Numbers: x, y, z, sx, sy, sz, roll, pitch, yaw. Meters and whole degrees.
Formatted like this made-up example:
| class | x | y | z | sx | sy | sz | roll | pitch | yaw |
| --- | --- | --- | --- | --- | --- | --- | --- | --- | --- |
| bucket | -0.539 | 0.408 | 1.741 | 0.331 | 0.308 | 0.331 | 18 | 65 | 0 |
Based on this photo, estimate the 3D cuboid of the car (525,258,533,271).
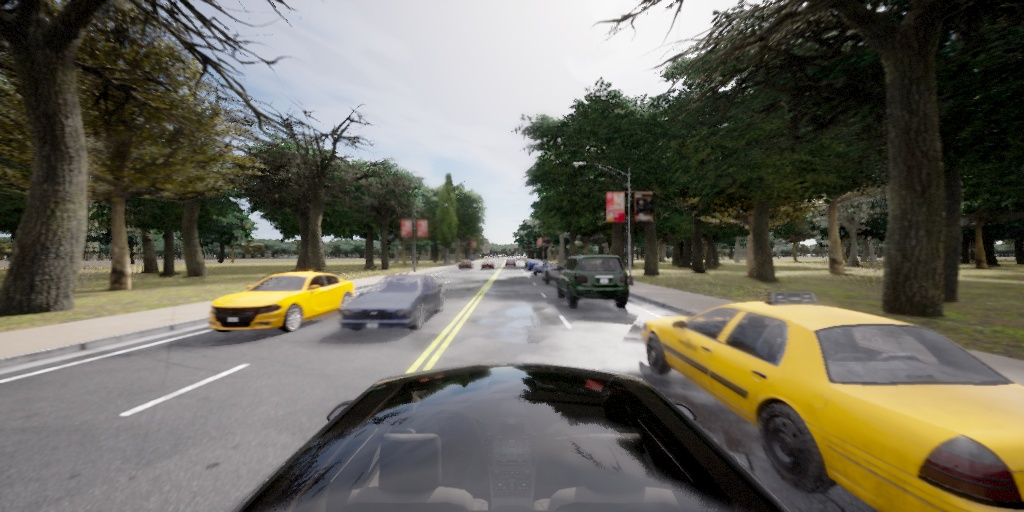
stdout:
| class | x | y | z | sx | sy | sz | roll | pitch | yaw |
| --- | --- | --- | --- | --- | --- | --- | --- | --- | --- |
| car | 3.141 | 1.206 | 48.291 | 1.882 | 1.535 | 5.008 | 0 | 0 | 0 |

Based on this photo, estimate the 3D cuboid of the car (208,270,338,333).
| class | x | y | z | sx | sy | sz | roll | pitch | yaw |
| --- | --- | --- | --- | --- | --- | --- | --- | --- | --- |
| car | -6.605 | 1.228 | 10.975 | 1.882 | 1.535 | 5.008 | 0 | 0 | 0 |

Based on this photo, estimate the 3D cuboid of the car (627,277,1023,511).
| class | x | y | z | sx | sy | sz | roll | pitch | yaw |
| --- | --- | --- | --- | --- | --- | --- | --- | --- | --- |
| car | 3.251 | 1.207 | 4.460 | 1.801 | 1.575 | 5.366 | 0 | 0 | 0 |

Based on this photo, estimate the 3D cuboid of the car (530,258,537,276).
| class | x | y | z | sx | sy | sz | roll | pitch | yaw |
| --- | --- | --- | --- | --- | --- | --- | --- | --- | --- |
| car | 3.187 | 1.262 | 37.286 | 1.812 | 1.442 | 4.674 | 0 | 0 | 0 |

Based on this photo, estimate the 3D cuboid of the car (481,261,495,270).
| class | x | y | z | sx | sy | sz | roll | pitch | yaw |
| --- | --- | --- | --- | --- | --- | --- | --- | --- | --- |
| car | -3.449 | 1.326 | 51.601 | 1.895 | 1.301 | 4.718 | 0 | 0 | 0 |

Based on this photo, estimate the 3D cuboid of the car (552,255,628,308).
| class | x | y | z | sx | sy | sz | roll | pitch | yaw |
| --- | --- | --- | --- | --- | --- | --- | --- | --- | --- |
| car | 3.242 | 0.970 | 15.304 | 2.150 | 2.045 | 5.566 | 0 | 0 | 0 |

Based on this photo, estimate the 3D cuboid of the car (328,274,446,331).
| class | x | y | z | sx | sy | sz | roll | pitch | yaw |
| --- | --- | --- | --- | --- | --- | --- | --- | --- | --- |
| car | -3.355 | 1.298 | 11.287 | 2.033 | 1.411 | 5.357 | 0 | 0 | 0 |

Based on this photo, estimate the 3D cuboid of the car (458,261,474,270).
| class | x | y | z | sx | sy | sz | roll | pitch | yaw |
| --- | --- | --- | --- | --- | --- | --- | --- | --- | --- |
| car | -6.692 | 1.325 | 52.591 | 1.895 | 1.301 | 4.718 | 0 | 0 | 0 |

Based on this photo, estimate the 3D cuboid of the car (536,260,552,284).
| class | x | y | z | sx | sy | sz | roll | pitch | yaw |
| --- | --- | --- | --- | --- | --- | --- | --- | --- | --- |
| car | 3.215 | 1.235 | 26.314 | 2.128 | 1.511 | 4.902 | 0 | 0 | 0 |
